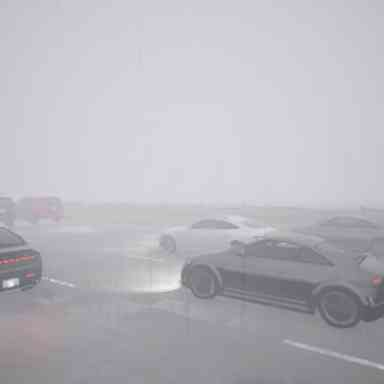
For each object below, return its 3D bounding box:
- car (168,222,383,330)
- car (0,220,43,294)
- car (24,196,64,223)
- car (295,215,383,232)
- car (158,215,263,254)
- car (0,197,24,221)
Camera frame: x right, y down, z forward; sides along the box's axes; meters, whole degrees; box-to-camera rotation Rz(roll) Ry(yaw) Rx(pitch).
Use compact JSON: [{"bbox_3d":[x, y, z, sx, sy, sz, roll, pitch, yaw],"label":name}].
[{"bbox_3d":[1.799,1.576,7.009,4.181,1.385,1.994,0,0,36],"label":"car"},{"bbox_3d":[-5.508,1.549,7.925,4.892,1.490,1.837,0,0,36],"label":"car"},{"bbox_3d":[-12.139,1.344,25.554,5.566,2.045,2.150,0,0,36],"label":"car"},{"bbox_3d":[5.775,1.576,12.774,4.181,1.385,1.994,0,0,36],"label":"car"},{"bbox_3d":[0.901,1.556,11.933,4.674,1.442,1.812,0,0,35],"label":"car"},{"bbox_3d":[-14.177,1.344,22.709,5.566,2.045,2.150,0,0,36],"label":"car"}]
